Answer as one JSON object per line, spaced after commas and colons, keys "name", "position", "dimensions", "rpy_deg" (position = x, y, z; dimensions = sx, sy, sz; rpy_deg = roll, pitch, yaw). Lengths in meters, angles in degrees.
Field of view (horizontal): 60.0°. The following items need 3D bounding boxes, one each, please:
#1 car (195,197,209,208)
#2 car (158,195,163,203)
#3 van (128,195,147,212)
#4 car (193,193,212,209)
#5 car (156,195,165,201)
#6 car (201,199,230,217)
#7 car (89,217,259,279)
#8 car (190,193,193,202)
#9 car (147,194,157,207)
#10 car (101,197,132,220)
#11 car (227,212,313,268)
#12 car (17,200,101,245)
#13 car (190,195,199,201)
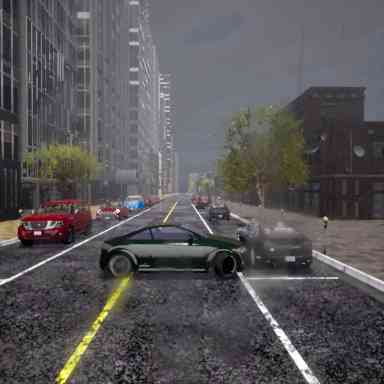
{"name": "car", "position": [1.463, 1.509, 49.954], "dimensions": [1.752, 1.417, 4.829], "rpy_deg": [-1, 0, -1]}
{"name": "car", "position": [-7.326, 1.522, 66.184], "dimensions": [1.887, 1.381, 4.507], "rpy_deg": [-1, 0, -1]}
{"name": "van", "position": [-6.637, 1.329, 38.518], "dimensions": [1.690, 1.788, 3.998], "rpy_deg": [-1, 0, -1]}
{"name": "car", "position": [1.602, 1.301, 44.251], "dimensions": [2.192, 1.841, 5.009], "rpy_deg": [-1, 0, -1]}
{"name": "car", "position": [-7.737, 1.497, 82.613], "dimensions": [1.752, 1.417, 4.829], "rpy_deg": [-1, 0, -1]}
{"name": "car", "position": [2.051, 1.543, 26.918], "dimensions": [2.008, 1.369, 4.403], "rpy_deg": [-1, 0, -1]}
{"name": "car", "position": [-0.453, 1.557, 9.453], "dimensions": [4.181, 1.385, 1.994], "rpy_deg": [0, 0, -1]}
{"name": "car", "position": [0.910, 1.291, 71.915], "dimensions": [2.192, 1.841, 5.009], "rpy_deg": [-1, 0, -1]}
{"name": "car", "position": [-6.914, 1.299, 49.584], "dimensions": [2.192, 1.841, 5.009], "rpy_deg": [-1, 0, -1]}
{"name": "car", "position": [-6.352, 1.432, 26.724], "dimensions": [1.967, 1.590, 4.097], "rpy_deg": [-1, 0, -1]}
{"name": "car", "position": [2.566, 1.548, 11.058], "dimensions": [2.008, 1.369, 4.403], "rpy_deg": [-1, 0, -1]}
{"name": "car", "position": [-6.167, 1.310, 15.656], "dimensions": [2.192, 1.841, 5.009], "rpy_deg": [-1, 0, -1]}
{"name": "car", "position": [0.637, 1.538, 82.981], "dimensions": [1.947, 1.339, 4.313], "rpy_deg": [-1, 0, -1]}
